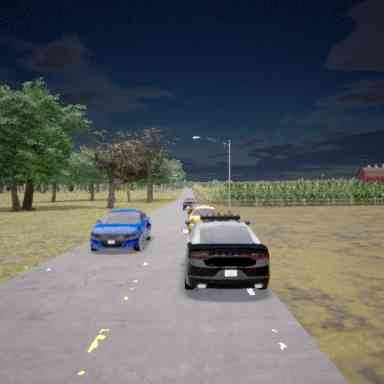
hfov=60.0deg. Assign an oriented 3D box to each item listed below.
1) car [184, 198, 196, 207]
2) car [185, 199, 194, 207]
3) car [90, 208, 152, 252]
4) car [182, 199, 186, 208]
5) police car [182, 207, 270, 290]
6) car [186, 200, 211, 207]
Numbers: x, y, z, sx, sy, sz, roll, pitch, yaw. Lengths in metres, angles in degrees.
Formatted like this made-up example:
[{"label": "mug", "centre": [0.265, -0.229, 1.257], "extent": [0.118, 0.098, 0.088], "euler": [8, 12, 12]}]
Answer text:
[{"label": "car", "centre": [-0.421, 1.879, 60.017], "extent": [2.033, 1.411, 5.357], "euler": [0, 0, 0]}, {"label": "car", "centre": [0.650, 1.537, 25.155], "extent": [1.882, 1.535, 5.008], "euler": [0, 0, 0]}, {"label": "car", "centre": [-2.846, 1.492, 14.165], "extent": [1.882, 1.535, 5.008], "euler": [0, 0, 0]}, {"label": "car", "centre": [-0.313, 1.723, 46.193], "extent": [1.837, 1.490, 4.892], "euler": [0, -1, 0]}, {"label": "police car", "centre": [0.762, 1.430, 9.259], "extent": [1.930, 1.638, 5.238], "euler": [0, 0, 0]}, {"label": "car", "centre": [0.691, 1.488, 19.341], "extent": [1.801, 1.575, 5.366], "euler": [0, 0, 0]}]
